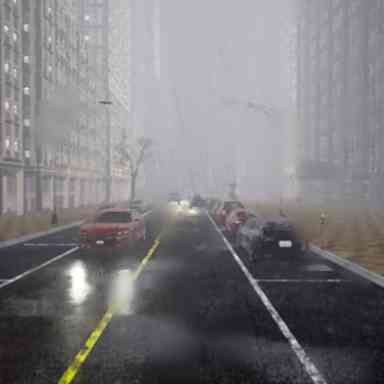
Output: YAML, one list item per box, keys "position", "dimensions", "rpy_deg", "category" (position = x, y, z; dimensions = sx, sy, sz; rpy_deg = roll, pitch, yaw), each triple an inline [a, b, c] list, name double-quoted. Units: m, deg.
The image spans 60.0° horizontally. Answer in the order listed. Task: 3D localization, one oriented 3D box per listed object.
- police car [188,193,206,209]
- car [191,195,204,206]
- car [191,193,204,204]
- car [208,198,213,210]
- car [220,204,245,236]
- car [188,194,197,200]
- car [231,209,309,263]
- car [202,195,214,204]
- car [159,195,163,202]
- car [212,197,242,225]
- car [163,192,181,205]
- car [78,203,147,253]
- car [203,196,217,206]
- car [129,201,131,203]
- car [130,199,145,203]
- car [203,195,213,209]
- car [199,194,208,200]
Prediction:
- position: [0.612, 1.251, 41.182]
  dimensions: [1.930, 1.638, 5.238]
  rpy_deg: [0, 0, -5]
  category: "police car"
- position: [0.826, 1.288, 51.116]
  dimensions: [1.837, 1.490, 4.892]
  rpy_deg: [0, 0, 0]
  category: "car"
- position: [0.856, 1.108, 57.085]
  dimensions: [2.097, 1.767, 4.553]
  rpy_deg: [0, 0, 0]
  category: "car"
- position: [2.687, 1.446, 28.568]
  dimensions: [1.947, 1.339, 4.313]
  rpy_deg: [-1, 0, 0]
  category: "car"
- position: [2.685, 1.509, 17.283]
  dimensions: [1.802, 1.307, 4.206]
  rpy_deg: [-1, 0, 0]
  category: "car"
- position: [0.011, 1.103, 75.450]
  dimensions: [1.994, 1.385, 4.181]
  rpy_deg: [0, 0, 0]
  category: "car"
- position: [2.685, 1.517, 11.641]
  dimensions: [1.947, 1.339, 4.313]
  rpy_deg: [-1, 0, 0]
  category: "car"
- position: [2.691, 1.282, 56.952]
  dimensions: [1.752, 1.417, 4.829]
  rpy_deg: [-1, 0, 0]
  category: "car"
- position: [-5.688, 1.259, 68.058]
  dimensions: [2.008, 1.369, 4.403]
  rpy_deg: [-1, 0, 0]
  category: "car"
- position: [2.685, 1.344, 22.925]
  dimensions: [1.967, 1.590, 4.097]
  rpy_deg: [-1, 0, 0]
  category: "car"
- position: [-3.047, 0.987, 55.061]
  dimensions: [2.150, 2.045, 5.566]
  rpy_deg: [0, 0, 1]
  category: "car"
- position: [-3.097, 1.420, 13.716]
  dimensions: [1.882, 1.535, 5.008]
  rpy_deg: [0, 0, 0]
  category: "car"
- position: [2.690, 1.327, 51.139]
  dimensions: [1.887, 1.381, 4.507]
  rpy_deg: [-1, 0, 0]
  category: "car"
- position: [-5.694, 1.486, 22.928]
  dimensions: [1.802, 1.307, 4.206]
  rpy_deg: [-1, 0, 0]
  category: "car"
- position: [-5.694, 1.422, 34.210]
  dimensions: [1.947, 1.339, 4.313]
  rpy_deg: [-1, 0, 0]
  category: "car"
- position: [2.689, 1.398, 39.854]
  dimensions: [1.947, 1.339, 4.313]
  rpy_deg: [-1, 0, 0]
  category: "car"
- position: [2.694, 1.201, 79.353]
  dimensions: [1.887, 1.381, 4.507]
  rpy_deg: [-1, 0, 0]
  category: "car"
